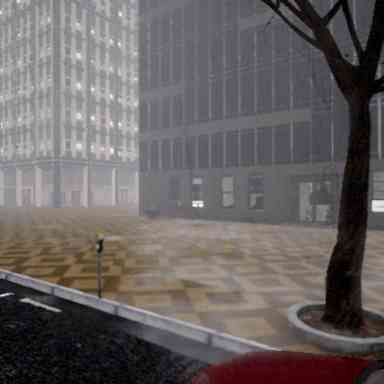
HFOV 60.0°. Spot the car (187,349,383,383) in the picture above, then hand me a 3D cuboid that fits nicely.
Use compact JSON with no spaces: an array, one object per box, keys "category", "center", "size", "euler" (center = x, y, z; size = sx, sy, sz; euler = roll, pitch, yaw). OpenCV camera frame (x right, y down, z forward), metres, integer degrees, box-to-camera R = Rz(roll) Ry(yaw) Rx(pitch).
[{"category":"car","center":[1.739,1.585,1.642],"size":[4.206,1.307,1.802],"euler":[0,0,36]}]
